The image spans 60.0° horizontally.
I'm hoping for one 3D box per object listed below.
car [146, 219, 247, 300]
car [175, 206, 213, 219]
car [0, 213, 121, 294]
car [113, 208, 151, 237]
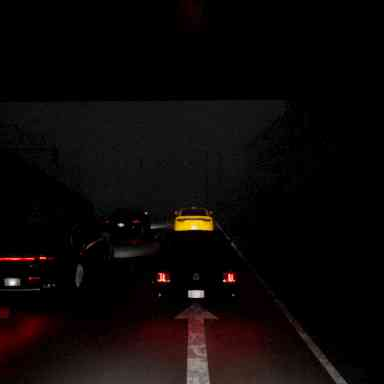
[{"bbox_3d":[0.087,1.600,8.366,1.895,1.301,4.718,0,0,0],"label":"car"},{"bbox_3d":[0.090,1.475,17.709,1.882,1.535,5.008,0,0,0],"label":"car"},{"bbox_3d":[-3.413,1.501,8.771,1.837,1.490,4.892,0,-1,0],"label":"car"},{"bbox_3d":[-3.410,1.561,17.987,1.994,1.385,4.181,0,0,0],"label":"car"}]
